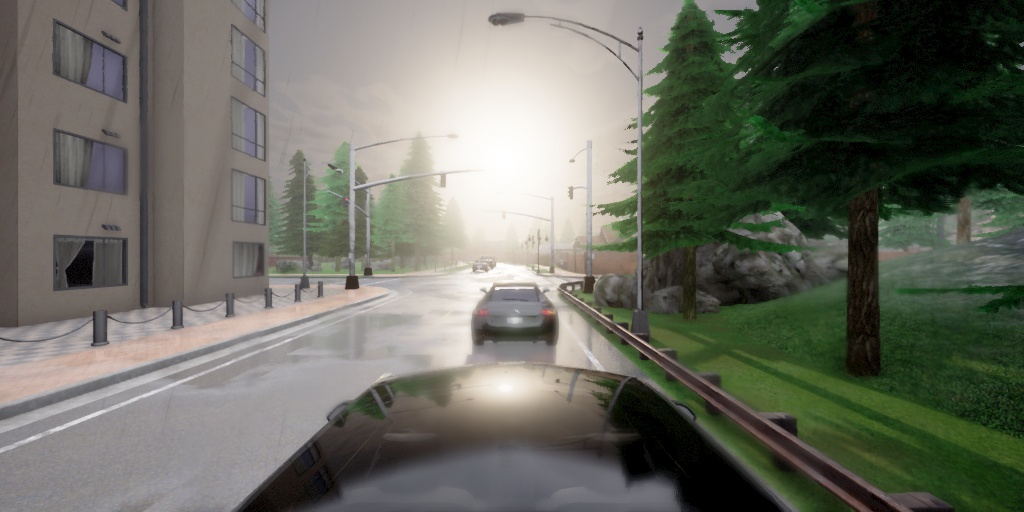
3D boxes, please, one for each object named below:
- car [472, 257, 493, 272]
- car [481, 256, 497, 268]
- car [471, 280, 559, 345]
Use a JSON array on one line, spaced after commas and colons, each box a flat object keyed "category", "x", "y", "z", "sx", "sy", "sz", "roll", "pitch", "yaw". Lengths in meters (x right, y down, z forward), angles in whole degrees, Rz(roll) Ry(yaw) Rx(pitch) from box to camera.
[{"category": "car", "x": -3.934, "y": 1.211, "z": 45.556, "sx": 2.128, "sy": 1.511, "sz": 4.902, "roll": 0, "pitch": 0, "yaw": 0}, {"category": "car", "x": -3.976, "y": 0.941, "z": 56.163, "sx": 2.150, "sy": 2.045, "sz": 5.566, "roll": 0, "pitch": 0, "yaw": 0}, {"category": "car", "x": 0.083, "y": 1.314, "z": 9.468, "sx": 1.994, "sy": 1.385, "sz": 4.181, "roll": 0, "pitch": 0, "yaw": 1}]
